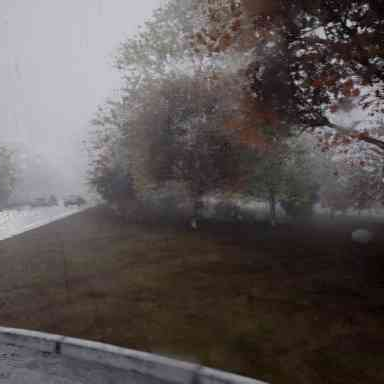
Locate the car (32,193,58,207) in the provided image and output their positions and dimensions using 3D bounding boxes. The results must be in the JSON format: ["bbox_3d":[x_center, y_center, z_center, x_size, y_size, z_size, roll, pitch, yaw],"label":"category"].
[{"bbox_3d":[-18.836,0.992,42.660,2.097,1.767,4.553,-1,1,-8],"label":"car"}]

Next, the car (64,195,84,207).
[{"bbox_3d":[-15.330,1.135,43.493,2.033,1.411,5.357,-1,1,-8],"label":"car"}]
